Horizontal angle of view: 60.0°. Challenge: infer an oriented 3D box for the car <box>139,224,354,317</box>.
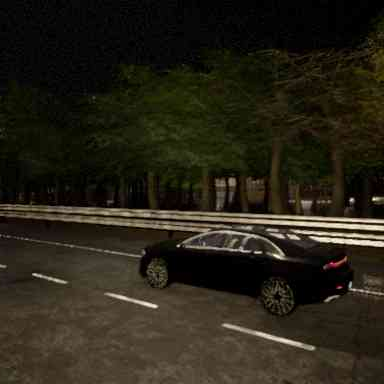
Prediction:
[{"bbox_3d":[0.924,1.494,7.511,4.902,1.511,2.128,0,0,36],"label":"car"}]
